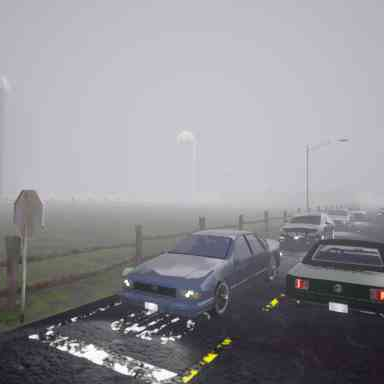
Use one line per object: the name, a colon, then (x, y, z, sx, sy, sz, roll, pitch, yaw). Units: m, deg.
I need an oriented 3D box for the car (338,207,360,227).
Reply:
car: (10.931, 1.979, 24.735, 2.033, 1.411, 5.357, 0, -1, 31)

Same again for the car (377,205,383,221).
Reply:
car: (19.633, 2.164, 33.327, 2.033, 1.411, 5.357, 0, -1, 32)

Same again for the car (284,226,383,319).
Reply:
car: (3.674, 1.723, 7.573, 1.895, 1.301, 4.718, 0, -1, 32)

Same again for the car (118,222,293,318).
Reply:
car: (0.668, 1.660, 8.116, 2.033, 1.411, 5.357, 0, -1, 31)

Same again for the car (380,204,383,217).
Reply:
car: (24.905, 2.289, 41.951, 1.837, 1.490, 4.892, 0, -1, 32)

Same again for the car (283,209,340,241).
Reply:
car: (5.790, 1.777, 16.419, 1.837, 1.490, 4.892, 0, -1, 32)

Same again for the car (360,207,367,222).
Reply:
car: (16.243, 2.159, 33.262, 1.994, 1.385, 4.181, 0, -1, 32)
